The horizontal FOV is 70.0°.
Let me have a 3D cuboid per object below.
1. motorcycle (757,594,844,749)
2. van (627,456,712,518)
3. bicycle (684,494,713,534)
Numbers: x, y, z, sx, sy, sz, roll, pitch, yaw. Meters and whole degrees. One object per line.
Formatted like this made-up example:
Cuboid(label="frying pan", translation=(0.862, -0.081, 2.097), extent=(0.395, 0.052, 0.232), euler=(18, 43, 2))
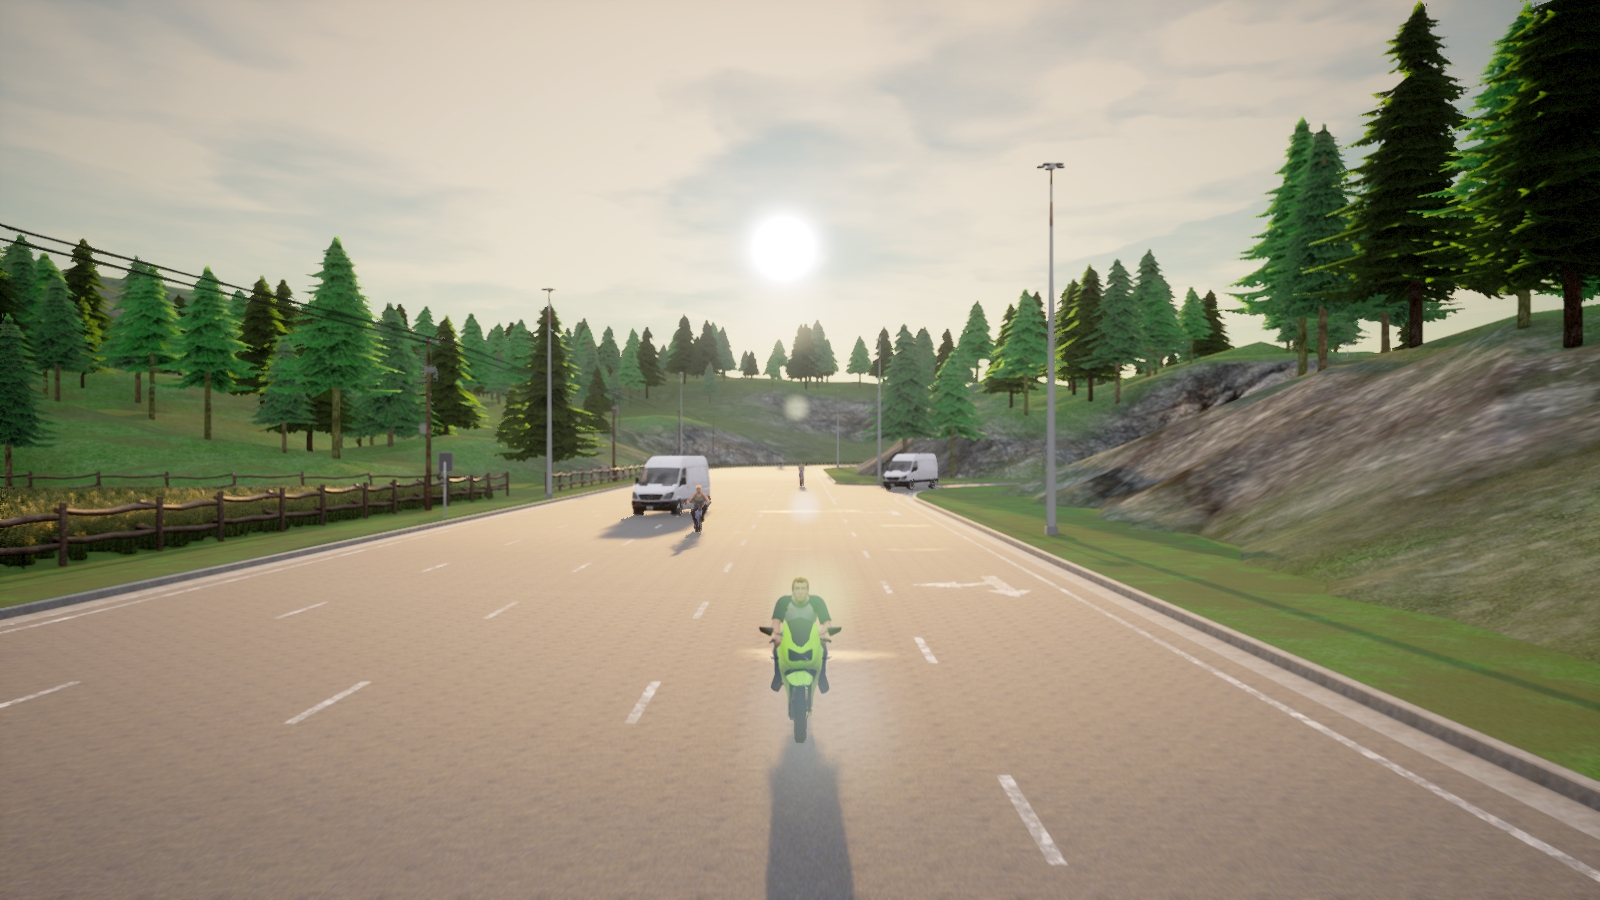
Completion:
Cuboid(label="motorcycle", translation=(0.005, 2.189, 11.643), extent=(0.803, 1.199, 2.033), euler=(0, 0, 0))
Cuboid(label="van", translation=(-5.672, 1.544, 50.540), extent=(1.988, 2.561, 5.915), euler=(0, 0, 12))
Cuboid(label="bicycle", translation=(-3.455, 2.165, 38.978), extent=(0.859, 1.277, 1.487), euler=(0, 0, 0))
